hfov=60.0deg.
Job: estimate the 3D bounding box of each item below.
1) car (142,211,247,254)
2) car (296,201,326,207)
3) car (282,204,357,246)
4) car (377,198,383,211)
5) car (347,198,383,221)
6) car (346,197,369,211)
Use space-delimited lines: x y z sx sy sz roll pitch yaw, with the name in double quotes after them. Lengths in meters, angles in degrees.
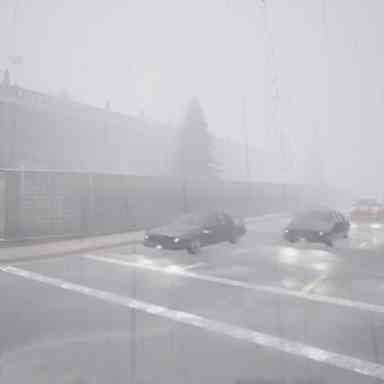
0.380 1.519 13.682 2.033 1.411 5.357 0 0 35 "car"
9.631 1.487 26.594 1.837 1.490 4.892 0 0 36 "car"
5.963 1.527 15.464 2.033 1.411 5.357 0 0 36 "car"
24.321 1.505 40.930 2.128 1.511 4.902 0 0 36 "car"
14.096 1.342 26.811 2.097 1.767 4.553 0 0 36 "car"
21.444 1.484 42.925 1.882 1.535 5.008 0 0 36 "car"
